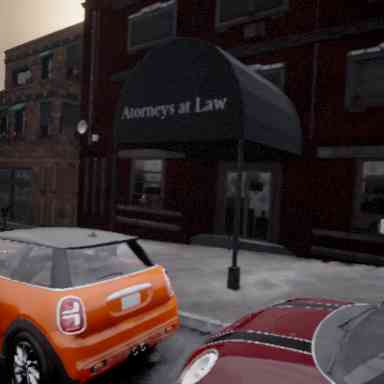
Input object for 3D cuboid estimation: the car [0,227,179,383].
[{"bbox_3d":[-2.476,1.349,5.301,4.553,1.767,2.185,0,0,36],"label":"car"}]
